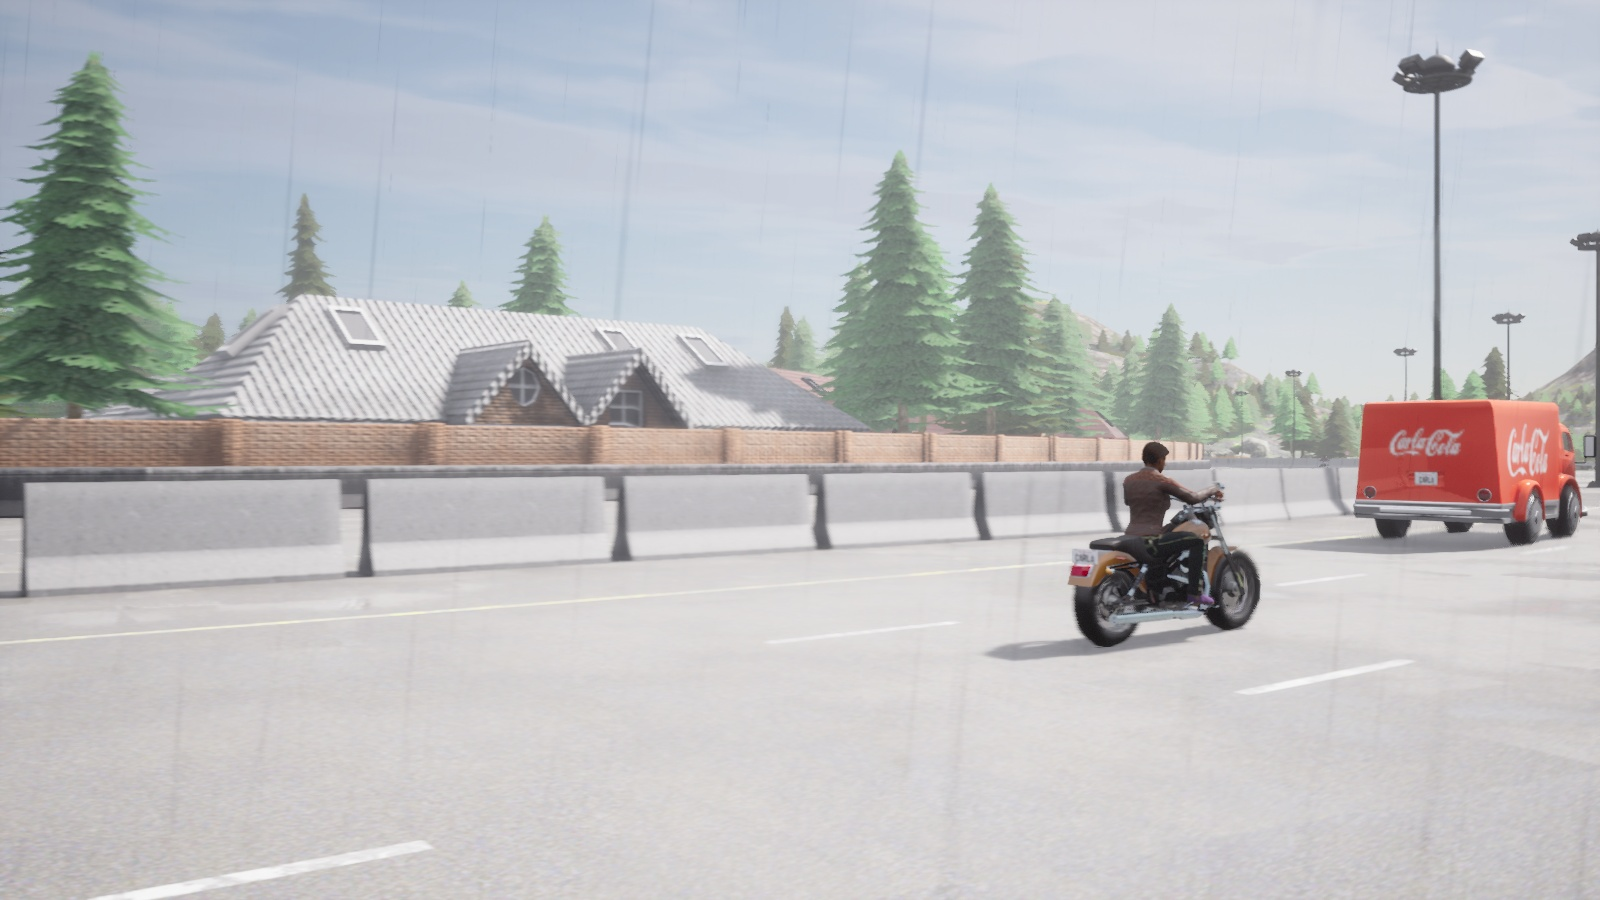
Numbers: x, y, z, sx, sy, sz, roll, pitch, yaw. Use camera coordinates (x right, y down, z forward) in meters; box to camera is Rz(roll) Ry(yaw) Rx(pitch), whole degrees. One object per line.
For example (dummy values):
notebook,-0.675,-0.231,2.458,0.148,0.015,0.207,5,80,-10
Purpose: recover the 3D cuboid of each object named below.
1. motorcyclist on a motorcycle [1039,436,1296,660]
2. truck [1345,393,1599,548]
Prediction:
motorcyclist on a motorcycle,3.054,0.729,10.281,2.350,1.649,0.766,0,-1,-38
truck,12.315,0.317,22.722,5.204,2.467,2.627,0,0,-43
